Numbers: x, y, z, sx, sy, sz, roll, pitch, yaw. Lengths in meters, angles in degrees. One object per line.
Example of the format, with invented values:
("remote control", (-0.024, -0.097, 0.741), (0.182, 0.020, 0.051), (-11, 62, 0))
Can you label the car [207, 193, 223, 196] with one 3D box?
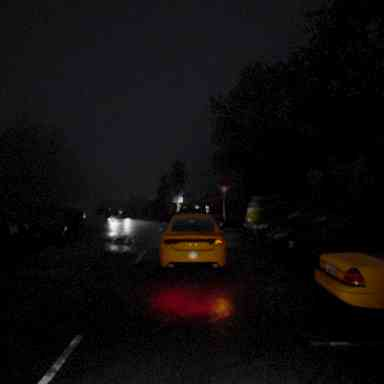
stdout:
("car", (4.779, 1.427, 47.439), (4.553, 1.767, 2.185), (0, 1, 0))

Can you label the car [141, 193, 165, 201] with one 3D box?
("car", (-8.361, 1.077, 72.275), (4.892, 1.521, 2.231), (0, 1, 0))

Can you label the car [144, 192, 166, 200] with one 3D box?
("car", (-8.326, 0.913, 75.053), (4.553, 1.767, 2.185), (0, 1, 0))

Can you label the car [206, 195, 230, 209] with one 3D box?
("car", (4.745, 1.608, 44.670), (5.008, 1.535, 2.097), (0, 1, 0))

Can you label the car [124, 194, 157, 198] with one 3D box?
("car", (-8.329, 1.499, 50.081), (5.008, 1.535, 2.097), (0, 1, 0))

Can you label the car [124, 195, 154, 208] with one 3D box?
("car", (-8.362, 1.584, 47.306), (4.792, 1.488, 2.163), (0, 1, 0))

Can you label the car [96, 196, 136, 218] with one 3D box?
("car", (-6.789, 1.368, 28.323), (2.128, 1.511, 4.902), (2, -2, -29))

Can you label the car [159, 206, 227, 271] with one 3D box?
("car", (0.040, 1.440, 10.917), (1.882, 1.535, 5.008), (0, 0, 0))

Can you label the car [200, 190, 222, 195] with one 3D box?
("car", (4.764, 1.028, 61.159), (5.566, 2.045, 2.435), (0, 1, 0))

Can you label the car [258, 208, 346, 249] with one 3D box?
("car", (5.041, 1.471, 12.113), (4.674, 1.452, 2.002), (0, 1, 0))

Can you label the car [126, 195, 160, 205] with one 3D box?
("car", (-8.154, 1.385, 55.632), (5.366, 1.575, 1.946), (0, 1, 0))

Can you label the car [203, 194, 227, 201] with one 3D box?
("car", (4.756, 1.149, 69.597), (4.792, 1.488, 2.163), (0, 1, 0))

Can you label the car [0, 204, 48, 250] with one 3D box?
("car", (-8.010, 1.307, 11.916), (4.553, 1.767, 2.185), (0, 1, 0))

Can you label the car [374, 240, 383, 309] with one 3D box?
("car", (5.225, 1.484, 3.613), (5.366, 1.575, 1.946), (0, 0, 0))

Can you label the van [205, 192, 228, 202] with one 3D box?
("van", (4.847, 0.943, 66.822), (4.442, 1.987, 1.878), (0, 1, 0))

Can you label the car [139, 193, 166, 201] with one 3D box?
("car", (-8.167, 1.116, 69.508), (5.366, 1.575, 1.946), (0, 1, 0))

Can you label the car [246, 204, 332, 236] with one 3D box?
("car", (5.041, 1.437, 14.898), (4.674, 1.452, 2.002), (0, 1, 0))

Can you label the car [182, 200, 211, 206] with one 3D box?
("car", (0.095, 1.451, 22.635), (1.895, 1.301, 4.718), (-1, 0, 4))

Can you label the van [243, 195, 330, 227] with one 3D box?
("van", (4.912, 1.139, 17.568), (4.442, 1.987, 1.878), (-1, 1, 0))

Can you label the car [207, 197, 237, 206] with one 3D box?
("car", (4.740, 1.485, 52.857), (4.674, 1.452, 2.002), (0, 1, 0))

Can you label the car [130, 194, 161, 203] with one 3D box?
("car", (-8.530, 1.274, 61.183), (5.366, 1.575, 1.946), (0, 1, 0))

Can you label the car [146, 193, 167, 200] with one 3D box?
("car", (-8.330, 1.034, 77.828), (4.792, 1.488, 2.163), (0, 1, 0))

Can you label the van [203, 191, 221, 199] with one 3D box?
("van", (4.834, 0.750, 80.540), (4.442, 1.987, 1.878), (0, 1, 0))

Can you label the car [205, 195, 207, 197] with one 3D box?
("car", (4.716, 1.530, 50.087), (4.792, 1.488, 2.163), (0, 1, 0))

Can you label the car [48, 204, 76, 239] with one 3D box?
("car", (-8.012, 1.428, 14.704), (4.792, 1.488, 2.163), (0, 1, 0))

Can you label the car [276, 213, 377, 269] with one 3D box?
("car", (5.067, 1.490, 9.201), (4.792, 1.488, 2.163), (0, 1, 0))

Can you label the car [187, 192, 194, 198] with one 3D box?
("car", (-0.327, 0.766, 86.009), (1.837, 1.490, 4.892), (0, 1, 0))

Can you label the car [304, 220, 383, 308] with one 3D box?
("car", (5.225, 1.475, 6.409), (5.366, 1.575, 1.946), (0, 0, 0))

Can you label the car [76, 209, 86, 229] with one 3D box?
("car", (-8.071, 1.393, 17.487), (4.792, 1.488, 2.163), (0, 1, 0))

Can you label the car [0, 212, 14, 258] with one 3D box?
("car", (-8.046, 1.460, 9.138), (5.008, 1.535, 2.097), (0, 0, 0))

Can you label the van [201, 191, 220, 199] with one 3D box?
("van", (4.598, 0.718, 83.310), (4.442, 1.987, 1.878), (0, 1, 0))

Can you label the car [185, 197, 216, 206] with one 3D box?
("car", (0.479, 1.639, 38.380), (1.882, 1.535, 5.008), (0, -1, -24))

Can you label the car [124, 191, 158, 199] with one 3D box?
("car", (-8.309, 1.192, 52.852), (5.566, 2.045, 2.435), (0, 1, 0))

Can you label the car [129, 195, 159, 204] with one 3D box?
("car", (-8.336, 1.334, 58.408), (4.892, 1.521, 2.231), (0, 1, 0))

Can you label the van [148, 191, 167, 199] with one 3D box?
("van", (-8.246, 0.748, 80.601), (4.442, 1.987, 1.878), (0, 1, 0))

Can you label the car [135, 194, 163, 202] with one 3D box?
("car", (-8.535, 1.163, 66.855), (5.366, 1.575, 1.946), (0, 1, 0))

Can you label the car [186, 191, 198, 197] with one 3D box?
("car", (-0.315, 0.719, 72.668), (2.150, 2.045, 5.566), (0, 1, 0))

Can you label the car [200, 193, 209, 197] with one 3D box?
("car", (4.554, 1.386, 55.625), (5.366, 1.575, 1.946), (0, 1, 0))
